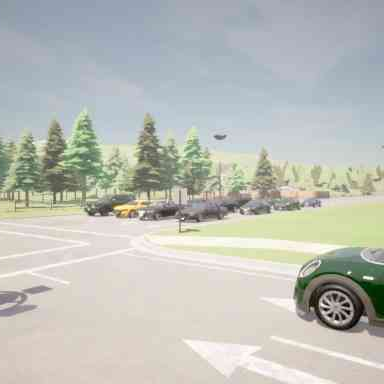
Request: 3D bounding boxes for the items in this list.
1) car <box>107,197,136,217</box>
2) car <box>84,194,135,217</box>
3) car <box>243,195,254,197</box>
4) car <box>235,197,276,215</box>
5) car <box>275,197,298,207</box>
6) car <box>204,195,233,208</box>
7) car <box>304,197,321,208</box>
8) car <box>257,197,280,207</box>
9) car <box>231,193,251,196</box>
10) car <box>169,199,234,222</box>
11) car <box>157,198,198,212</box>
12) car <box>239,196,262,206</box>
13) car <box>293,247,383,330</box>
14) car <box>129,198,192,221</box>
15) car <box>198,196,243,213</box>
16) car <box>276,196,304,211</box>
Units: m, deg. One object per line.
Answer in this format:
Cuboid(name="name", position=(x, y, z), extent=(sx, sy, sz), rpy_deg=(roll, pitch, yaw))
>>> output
Cuboid(name="car", position=(-4.872, 1.478, 30.303), extent=(1.882, 1.535, 5.008), rpy_deg=(0, 0, 36))
Cuboid(name="car", position=(-7.705, 1.221, 32.357), extent=(2.150, 2.045, 5.566), rpy_deg=(0, 0, 36))
Cuboid(name="car", position=(8.657, 1.491, 42.830), extent=(2.128, 1.511, 4.902), rpy_deg=(0, 0, 36))
Cuboid(name="car", position=(6.585, 1.526, 34.072), extent=(1.812, 1.442, 4.674), rpy_deg=(0, 0, 36))
Cuboid(name="car", position=(14.549, 1.526, 50.824), extent=(1.812, 1.442, 4.674), rpy_deg=(0, 0, 37))
Cuboid(name="car", position=(3.948, 1.352, 48.240), extent=(2.097, 1.767, 4.553), rpy_deg=(0, 0, 36))
Cuboid(name="car", position=(17.724, 1.526, 49.228), extent=(1.812, 1.442, 4.674), rpy_deg=(0, 0, 37))
Cuboid(name="car", position=(12.398, 1.564, 53.796), extent=(1.994, 1.385, 4.181), rpy_deg=(0, 0, 37))
Cuboid(name="car", position=(6.426, 1.221, 45.706), extent=(2.150, 2.045, 5.566), rpy_deg=(0, 0, 36))
Cuboid(name="car", position=(0.906, 1.547, 26.346), extent=(2.033, 1.411, 5.357), rpy_deg=(0, 0, 36))
Cuboid(name="car", position=(-1.687, 1.547, 40.564), extent=(2.033, 1.411, 5.357), rpy_deg=(0, 0, 36))
Cuboid(name="car", position=(9.986, 1.478, 56.417), extent=(1.882, 1.535, 5.008), rpy_deg=(0, 0, 37))
Cuboid(name="car", position=(4.059, 1.352, 5.394), extent=(4.553, 1.767, 2.097), rpy_deg=(0, 0, 35))
Cuboid(name="car", position=(-2.482, 1.491, 27.645), extent=(2.128, 1.511, 4.902), rpy_deg=(0, 0, 36))
Cuboid(name="car", position=(3.077, 1.478, 35.226), extent=(1.882, 1.535, 5.008), rpy_deg=(0, 0, 36))
Cuboid(name="car", position=(11.812, 1.352, 41.210), extent=(2.097, 1.767, 4.553), rpy_deg=(0, 0, 36))
